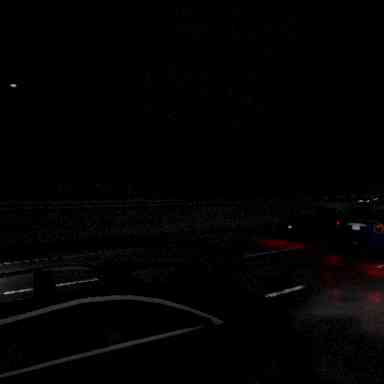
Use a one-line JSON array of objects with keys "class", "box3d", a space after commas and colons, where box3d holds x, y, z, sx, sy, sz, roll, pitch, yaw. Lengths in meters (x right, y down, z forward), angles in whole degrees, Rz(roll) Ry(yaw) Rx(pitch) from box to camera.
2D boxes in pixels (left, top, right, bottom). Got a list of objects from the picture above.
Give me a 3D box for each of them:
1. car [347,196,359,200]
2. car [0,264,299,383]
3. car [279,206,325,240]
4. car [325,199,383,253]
[{"class": "car", "box3d": [36.839, 1.640, 76.128, 1.994, 1.385, 4.181, 1, 1, 38]}, {"class": "car", "box3d": [-1.000, 1.492, 3.156, 4.902, 1.511, 2.128, 0, 0, -35]}, {"class": "car", "box3d": [6.603, 1.482, 17.051, 5.008, 1.535, 1.882, 0, 0, -35]}, {"class": "car", "box3d": [7.849, 1.356, 13.641, 4.553, 1.767, 2.097, 0, 0, -35]}]
